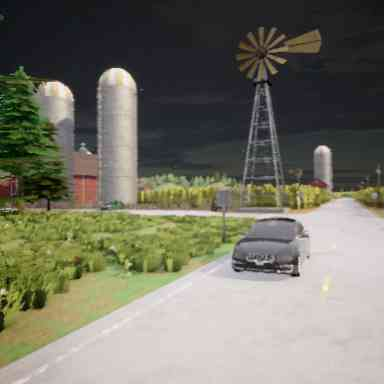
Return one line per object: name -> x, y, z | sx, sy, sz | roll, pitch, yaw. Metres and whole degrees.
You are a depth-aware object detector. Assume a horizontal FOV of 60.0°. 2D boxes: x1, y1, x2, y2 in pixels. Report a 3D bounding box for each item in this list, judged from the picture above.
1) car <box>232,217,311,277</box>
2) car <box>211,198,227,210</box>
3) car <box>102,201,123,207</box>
car -> 2.764, 1.629, 10.873 | 1.837, 1.490, 4.892 | -1, -1, 25
car -> 3.865, 1.810, 46.914 | 1.905, 1.878, 3.866 | 0, -1, -6
car -> -12.381, 2.146, 51.945 | 1.851, 1.617, 3.988 | -1, -1, 25
